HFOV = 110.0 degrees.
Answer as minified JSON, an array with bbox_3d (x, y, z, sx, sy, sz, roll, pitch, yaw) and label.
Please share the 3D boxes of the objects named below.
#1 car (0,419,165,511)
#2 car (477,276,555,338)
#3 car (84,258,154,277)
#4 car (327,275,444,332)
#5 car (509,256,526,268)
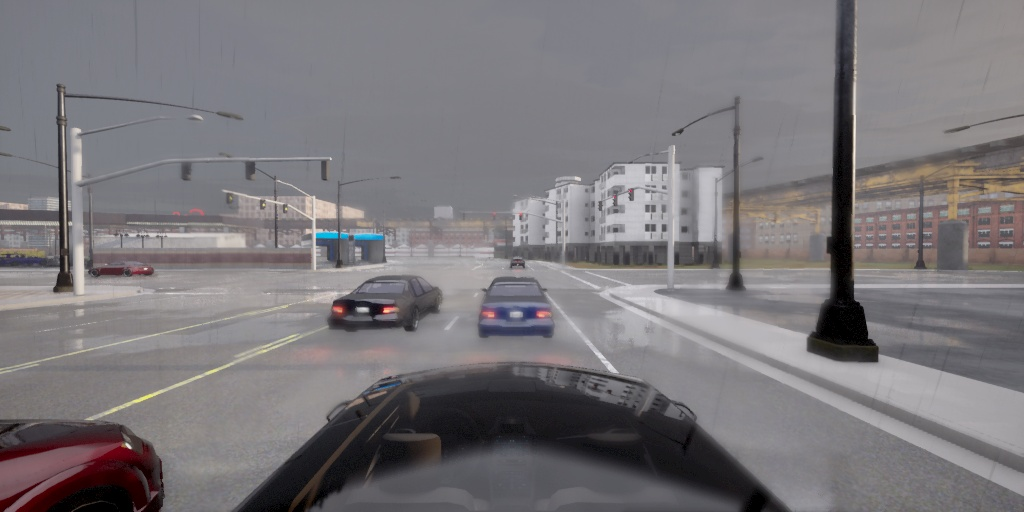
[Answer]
[{"bbox_3d":[-3.395,1.314,0.719,1.994,1.385,4.181,0,0,0],"label":"car"},{"bbox_3d":[0.090,1.279,10.114,2.033,1.411,5.357,0,0,0],"label":"car"},{"bbox_3d":[-33.699,1.084,30.964,4.181,1.385,1.994,0,1,-1],"label":"car"},{"bbox_3d":[-3.406,1.274,10.716,2.033,1.411,5.357,0,0,0],"label":"car"},{"bbox_3d":[0.707,0.772,46.135,1.837,1.490,4.892,0,1,0],"label":"car"}]
